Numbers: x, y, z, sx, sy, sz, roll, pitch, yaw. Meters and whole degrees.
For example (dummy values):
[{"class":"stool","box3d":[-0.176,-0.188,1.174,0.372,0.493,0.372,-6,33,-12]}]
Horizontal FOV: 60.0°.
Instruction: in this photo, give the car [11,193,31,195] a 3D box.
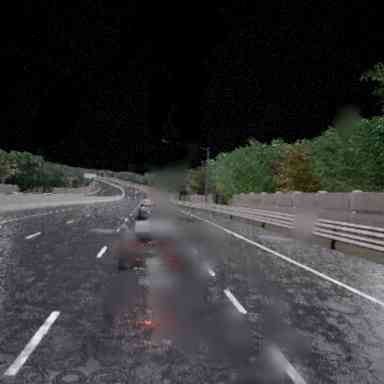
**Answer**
[{"class":"car","box3d":[-28.823,0.901,57.430,1.994,1.385,4.181,3,-2,-7]}]

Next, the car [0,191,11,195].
[{"class":"car","box3d":[-32.274,0.639,56.910,2.128,1.511,4.902,3,-1,-7]}]

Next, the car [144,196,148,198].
[{"class":"car","box3d":[-7.025,1.908,52.887,1.882,1.535,5.008,3,-2,-8]}]

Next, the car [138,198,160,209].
[{"class":"car","box3d":[-4.144,1.624,31.809,2.128,1.511,4.902,3,-1,-8]}]

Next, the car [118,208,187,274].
[{"class":"car","box3d":[-1.277,1.535,10.739,1.837,1.490,4.892,3,-1,-8]}]
